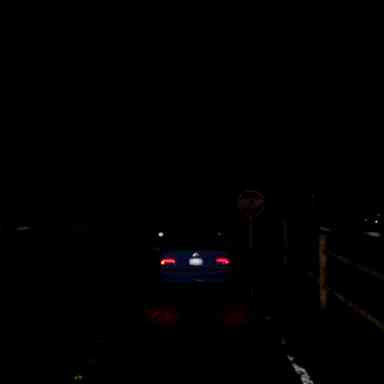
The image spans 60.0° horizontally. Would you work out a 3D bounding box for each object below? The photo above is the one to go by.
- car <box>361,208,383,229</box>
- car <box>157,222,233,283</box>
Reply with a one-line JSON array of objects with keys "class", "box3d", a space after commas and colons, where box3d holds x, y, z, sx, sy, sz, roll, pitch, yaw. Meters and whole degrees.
[{"class": "car", "box3d": [14.747, 1.606, 22.939, 5.566, 2.045, 2.150, 1, -1, 1]}, {"class": "car", "box3d": [-0.031, 1.592, 9.839, 2.033, 1.411, 5.357, 0, 0, -3]}]
